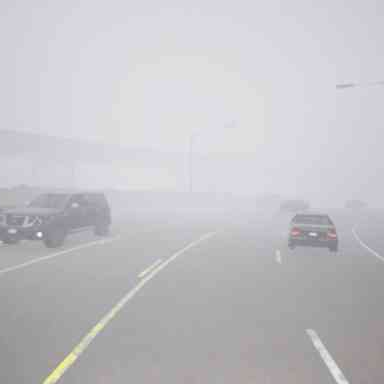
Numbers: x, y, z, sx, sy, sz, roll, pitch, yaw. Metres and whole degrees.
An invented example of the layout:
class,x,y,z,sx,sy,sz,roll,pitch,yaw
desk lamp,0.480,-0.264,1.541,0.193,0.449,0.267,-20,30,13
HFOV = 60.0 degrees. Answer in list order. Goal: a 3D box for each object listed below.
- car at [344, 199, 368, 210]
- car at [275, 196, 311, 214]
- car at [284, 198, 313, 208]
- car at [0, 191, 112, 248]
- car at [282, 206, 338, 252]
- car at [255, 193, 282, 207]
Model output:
class,x,y,z,sx,sy,sz,roll,pitch,yaw
car,23.828,1.760,48.253,4.902,1.511,2.128,2,-1,-44
car,10.622,1.496,34.248,1.882,1.535,5.008,1,0,35
car,16.075,1.653,50.159,2.033,1.411,5.357,1,0,43
car,-5.392,0.981,13.922,2.150,2.045,5.566,1,0,14
car,5.159,1.563,14.332,2.033,1.411,5.357,1,0,19
car,11.866,1.231,50.737,2.150,2.045,5.566,1,0,42
